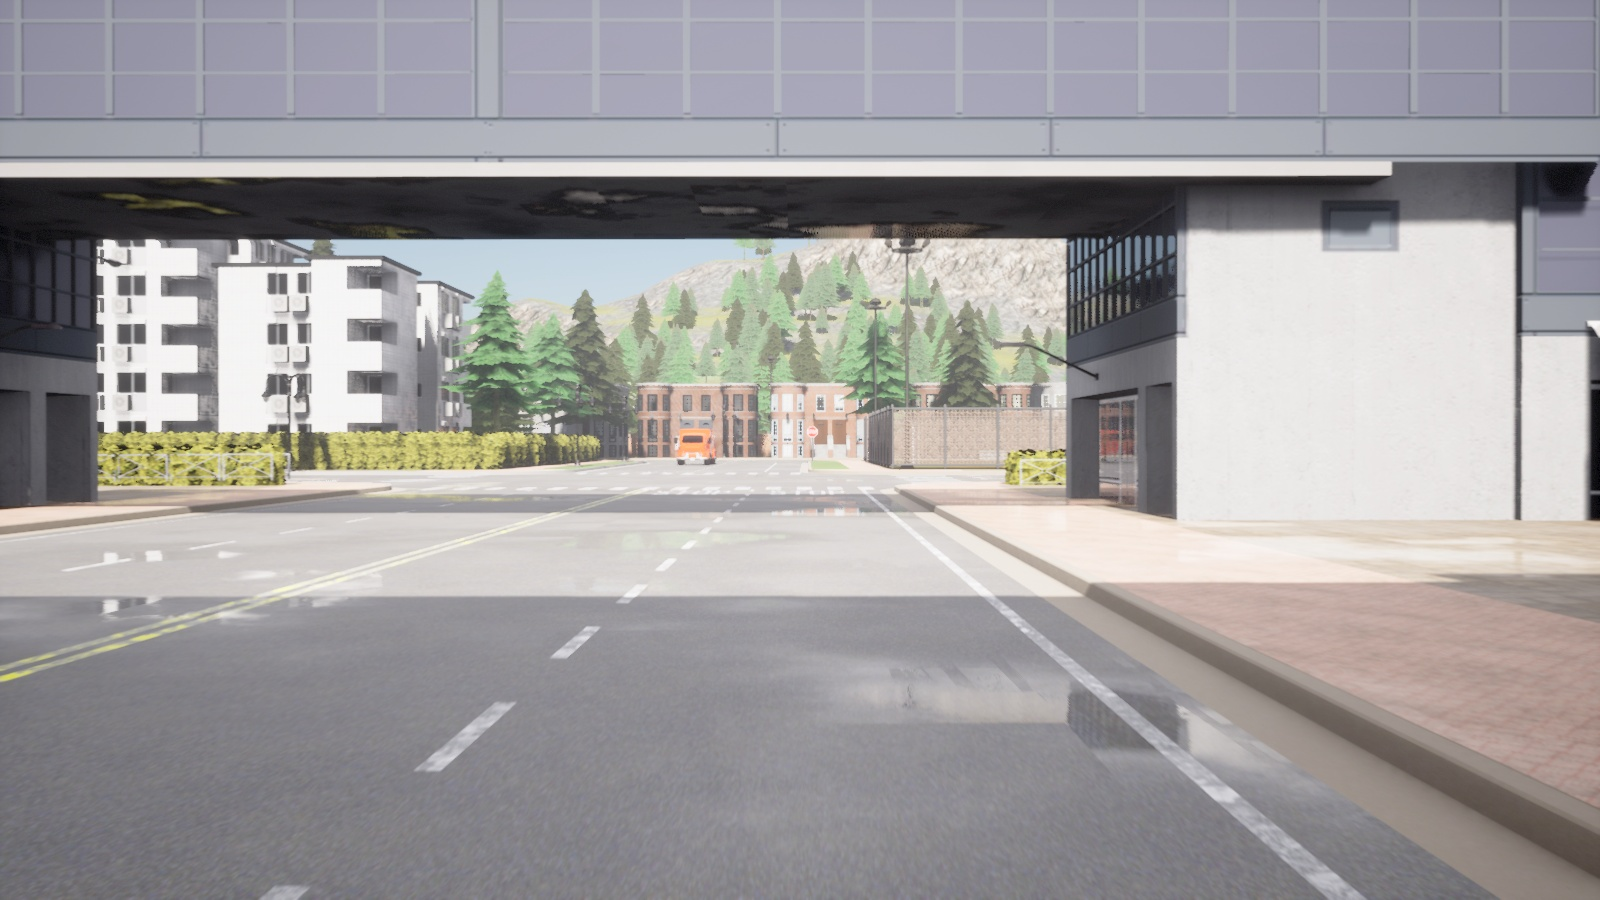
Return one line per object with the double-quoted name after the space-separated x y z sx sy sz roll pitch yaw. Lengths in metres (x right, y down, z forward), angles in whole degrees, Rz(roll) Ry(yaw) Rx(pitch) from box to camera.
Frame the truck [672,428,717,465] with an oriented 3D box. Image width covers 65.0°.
-7.151 -0.223 85.806 2.627 2.467 5.204 0 0 0 "truck"
